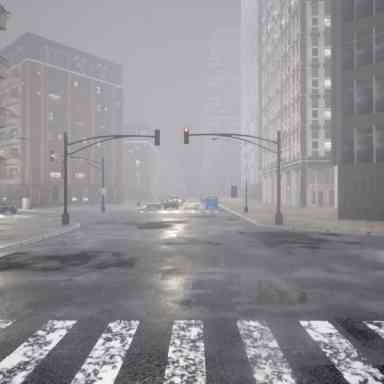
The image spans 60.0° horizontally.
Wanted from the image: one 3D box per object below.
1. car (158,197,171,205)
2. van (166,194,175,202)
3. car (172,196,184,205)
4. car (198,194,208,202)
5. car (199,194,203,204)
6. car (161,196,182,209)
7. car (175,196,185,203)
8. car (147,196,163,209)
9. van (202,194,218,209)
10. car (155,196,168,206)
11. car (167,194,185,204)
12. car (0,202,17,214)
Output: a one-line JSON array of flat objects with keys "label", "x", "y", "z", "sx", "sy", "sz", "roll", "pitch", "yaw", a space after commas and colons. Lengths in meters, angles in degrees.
[{"label": "car", "x": -5.165, "y": 1.649, "z": 62.615, "sx": 1.947, "sy": 1.339, "sz": 4.313, "roll": 0, "pitch": 0, "yaw": 0}, {"label": "van", "x": -5.126, "y": 1.473, "z": 79.271, "sx": 1.690, "sy": 1.788, "sz": 3.998, "roll": 0, "pitch": 0, "yaw": 0}, {"label": "car", "x": -2.646, "y": 1.579, "z": 64.052, "sx": 2.128, "sy": 1.511, "sz": 4.902, "roll": 0, "pitch": 0, "yaw": 1}, {"label": "car", "x": 2.766, "y": 1.466, "z": 84.807, "sx": 2.192, "sy": 1.841, "sz": 5.009, "roll": 0, "pitch": 0, "yaw": 0}, {"label": "car", "x": 2.728, "y": 1.644, "z": 68.148, "sx": 1.887, "sy": 1.381, "sz": 4.507, "roll": 0, "pitch": 0, "yaw": 0}, {"label": "car", "x": -2.723, "y": 1.644, "z": 45.086, "sx": 1.895, "sy": 1.301, "sz": 4.718, "roll": 0, "pitch": 0, "yaw": 0}, {"label": "car", "x": -2.576, "y": 1.668, "z": 73.934, "sx": 1.994, "sy": 1.385, "sz": 4.181, "roll": 0, "pitch": 0, "yaw": 0}, {"label": "car", "x": -5.204, "y": 1.570, "z": 45.787, "sx": 1.752, "sy": 1.417, "sz": 4.829, "roll": 0, "pitch": 0, "yaw": 0}, {"label": "van", "x": 2.677, "y": 1.386, "z": 45.939, "sx": 1.690, "sy": 1.788, "sz": 3.998, "roll": 0, "pitch": 0, "yaw": 0}, {"label": "car", "x": -5.178, "y": 1.509, "z": 57.063, "sx": 1.967, "sy": 1.590, "sz": 4.097, "roll": 0, "pitch": 0, "yaw": 0}, {"label": "car", "x": -2.696, "y": 1.414, "z": 54.212, "sx": 2.097, "sy": 1.767, "sz": 4.553, "roll": 0, "pitch": 0, "yaw": 1}, {"label": "car", "x": -21.060, "y": 1.789, "z": 36.666, "sx": 4.718, "sy": 1.301, "sz": 1.895, "roll": -1, "pitch": -1, "yaw": 41}]
